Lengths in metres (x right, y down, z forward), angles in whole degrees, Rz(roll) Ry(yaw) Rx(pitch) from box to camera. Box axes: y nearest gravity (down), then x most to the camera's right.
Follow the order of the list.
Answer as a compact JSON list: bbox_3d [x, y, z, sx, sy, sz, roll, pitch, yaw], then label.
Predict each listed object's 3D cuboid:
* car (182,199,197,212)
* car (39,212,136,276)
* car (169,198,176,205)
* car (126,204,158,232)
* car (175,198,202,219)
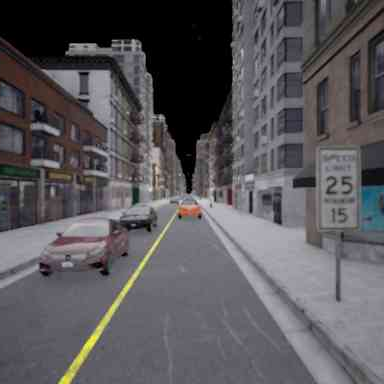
[{"bbox_3d":[-0.326,1.688,43.522,1.837,1.490,4.892,0,0,0],"label":"car"},{"bbox_3d":[-3.179,1.586,10.726,1.812,1.442,4.674,0,0,-1],"label":"car"},{"bbox_3d":[-3.556,1.809,66.167,2.033,1.411,5.357,0,0,0],"label":"car"},{"bbox_3d":[-3.252,1.582,20.984,1.882,1.535,5.008,0,0,0],"label":"car"},{"bbox_3d":[-0.189,1.486,31.173,2.097,1.767,4.553,0,0,0],"label":"car"}]
